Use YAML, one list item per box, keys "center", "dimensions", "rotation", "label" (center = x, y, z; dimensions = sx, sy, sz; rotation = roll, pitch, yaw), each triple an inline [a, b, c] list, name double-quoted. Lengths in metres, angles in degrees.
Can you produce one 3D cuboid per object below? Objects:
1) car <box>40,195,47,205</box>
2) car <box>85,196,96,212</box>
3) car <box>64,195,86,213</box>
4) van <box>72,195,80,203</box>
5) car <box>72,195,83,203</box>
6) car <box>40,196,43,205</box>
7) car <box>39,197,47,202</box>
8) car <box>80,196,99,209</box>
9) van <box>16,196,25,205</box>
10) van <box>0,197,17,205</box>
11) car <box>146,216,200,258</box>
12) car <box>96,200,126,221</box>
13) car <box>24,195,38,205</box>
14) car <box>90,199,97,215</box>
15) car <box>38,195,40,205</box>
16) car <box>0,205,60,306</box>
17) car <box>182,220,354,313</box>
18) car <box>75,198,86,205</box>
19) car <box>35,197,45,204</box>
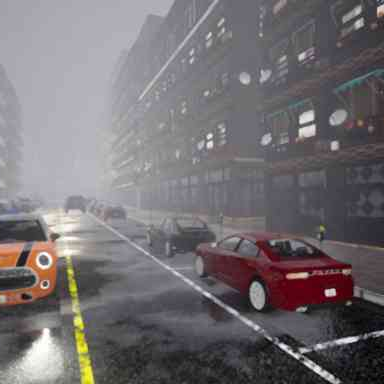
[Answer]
- center: [-30.573, 1.610, 66.399]
  dimensions: [2.192, 1.841, 5.009]
  rotation: [2, -1, -22]
  label: "car"
- center: [-10.852, 1.588, 38.500]
  dimensions: [1.967, 1.590, 4.097]
  rotation: [2, -1, -22]
  label: "car"
- center: [-13.669, 1.366, 38.821]
  dimensions: [2.150, 2.045, 5.566]
  rotation: [0, 0, -22]
  label: "car"
- center: [-29.466, 1.776, 84.671]
  dimensions: [1.690, 1.788, 3.998]
  rotation: [1, -1, -22]
  label: "van"
- center: [-27.401, 1.710, 79.539]
  dimensions: [2.192, 1.841, 5.009]
  rotation: [1, -1, -22]
  label: "car"
- center: [-24.387, 1.766, 51.005]
  dimensions: [1.947, 1.339, 4.313]
  rotation: [2, -1, -22]
  label: "car"
- center: [-38.836, 2.032, 86.922]
  dimensions: [1.802, 1.307, 4.206]
  rotation: [2, -1, -22]
  label: "car"
- center: [-15.016, 1.514, 48.749]
  dimensions: [2.192, 1.841, 5.009]
  rotation: [2, -1, -22]
  label: "car"
- center: [-14.063, 1.417, 25.353]
  dimensions: [1.690, 1.788, 3.998]
  rotation: [2, -1, -22]
  label: "van"
- center: [-11.998, 1.396, 20.220]
  dimensions: [1.690, 1.788, 3.998]
  rotation: [2, -1, -22]
  label: "van"
- center: [-0.543, 1.598, 12.840]
  dimensions: [2.008, 1.369, 4.403]
  rotation: [2, -1, -22]
  label: "car"
- center: [-6.733, 1.647, 28.233]
  dimensions: [1.887, 1.381, 4.507]
  rotation: [2, -1, -22]
  label: "car"
- center: [-18.189, 1.437, 35.615]
  dimensions: [2.192, 1.841, 5.009]
  rotation: [2, -1, -22]
  label: "car"
- center: [-8.797, 1.669, 33.364]
  dimensions: [1.887, 1.381, 4.507]
  rotation: [2, -1, -22]
  label: "car"
- center: [-20.253, 1.461, 40.745]
  dimensions: [2.192, 1.841, 5.009]
  rotation: [2, -1, -22]
  label: "car"
- center: [-4.398, 1.373, 8.132]
  dimensions: [2.097, 1.767, 4.553]
  rotation: [0, 0, -22]
  label: "car"
- center: [1.522, 1.577, 7.707]
  dimensions: [1.887, 1.381, 4.507]
  rotation: [2, -1, -22]
  label: "car"
- center: [-23.278, 1.904, 69.272]
  dimensions: [1.802, 1.307, 4.206]
  rotation: [1, -1, -22]
  label: "car"
- center: [-32.642, 1.876, 71.528]
  dimensions: [1.887, 1.381, 4.507]
  rotation: [2, -1, -22]
  label: "car"
